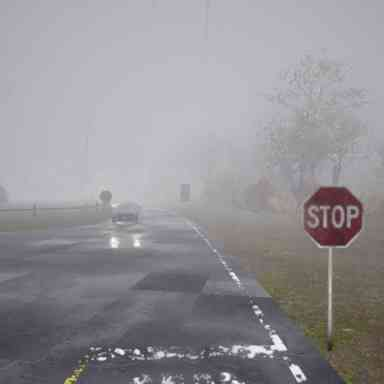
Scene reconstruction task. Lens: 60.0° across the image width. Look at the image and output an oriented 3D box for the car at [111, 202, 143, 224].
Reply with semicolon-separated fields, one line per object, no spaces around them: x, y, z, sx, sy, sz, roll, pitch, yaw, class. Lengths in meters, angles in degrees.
-4.759;1.486;25.100;1.882;1.535;5.008;1;0;-4;car
